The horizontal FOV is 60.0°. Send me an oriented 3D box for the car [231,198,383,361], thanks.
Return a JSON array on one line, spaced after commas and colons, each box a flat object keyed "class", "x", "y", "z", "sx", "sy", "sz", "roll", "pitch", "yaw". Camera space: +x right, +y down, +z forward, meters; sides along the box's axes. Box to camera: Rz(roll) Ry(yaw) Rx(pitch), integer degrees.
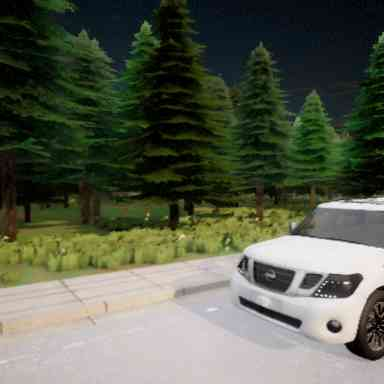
[{"class": "car", "x": 3.316, "y": 1.155, "z": 6.179, "sx": 5.566, "sy": 2.045, "sz": 2.150, "roll": 0, "pitch": 1, "yaw": -34}]
